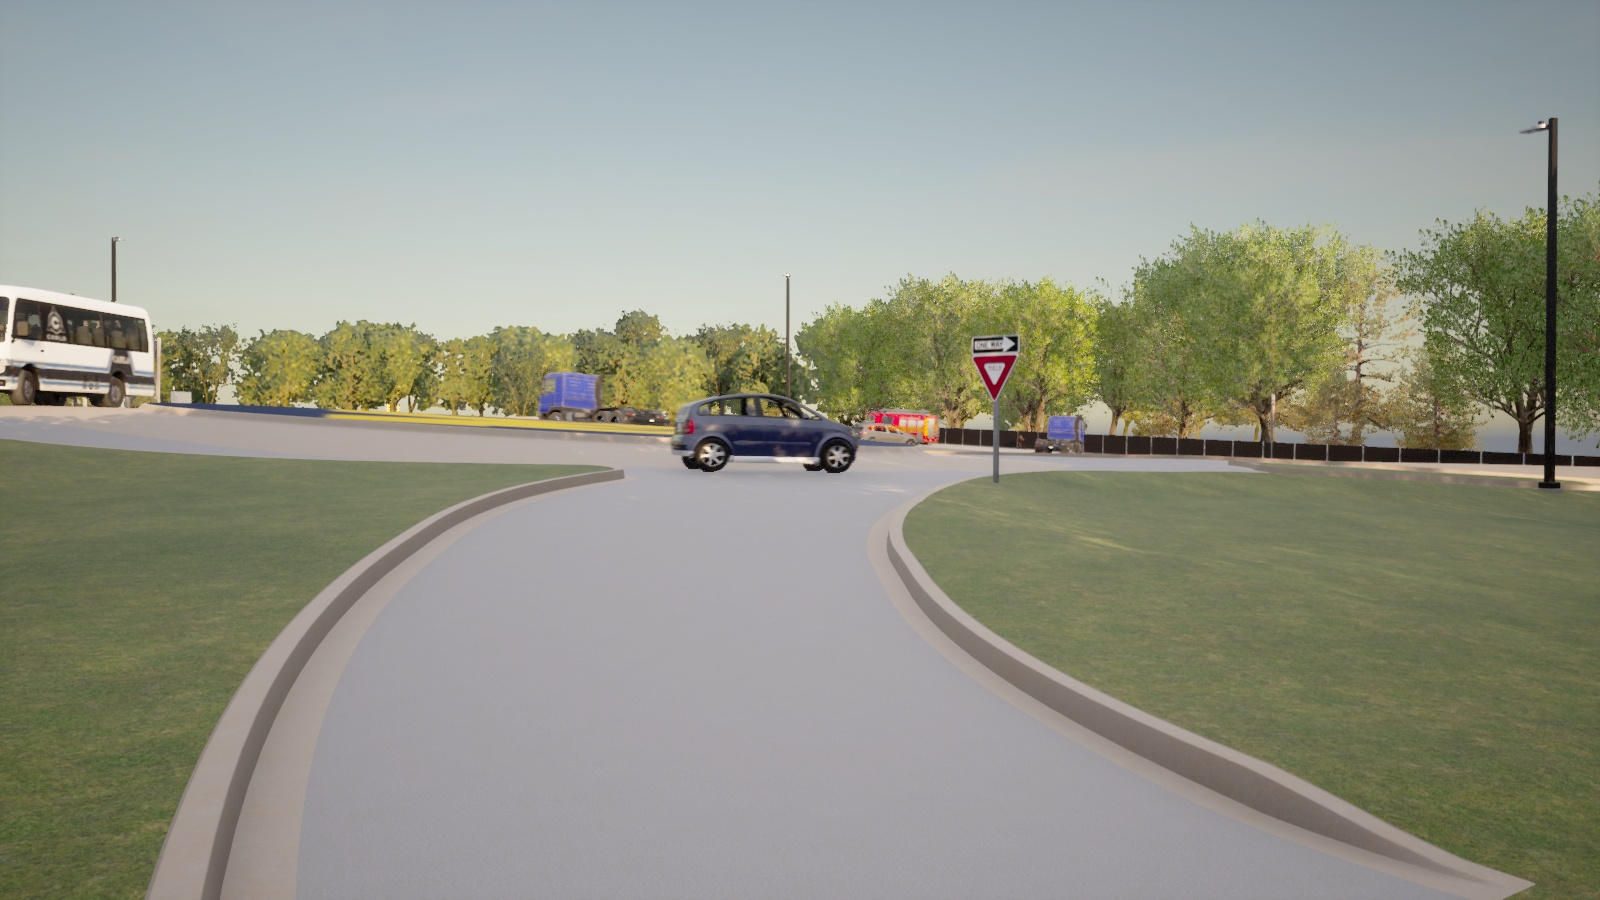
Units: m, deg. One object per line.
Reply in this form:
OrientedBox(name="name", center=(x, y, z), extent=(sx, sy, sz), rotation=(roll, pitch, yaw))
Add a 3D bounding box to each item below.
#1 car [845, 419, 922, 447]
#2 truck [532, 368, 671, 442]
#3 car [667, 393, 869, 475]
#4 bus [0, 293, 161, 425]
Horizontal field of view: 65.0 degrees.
OrientedBox(name="car", center=(5.643, -1.129, 84.584), extent=(4.611, 1.667, 2.242), rotation=(2, 1, -25))
OrientedBox(name="truck", center=(-10.703, -2.303, 67.260), extent=(7.936, 3.462, 2.891), rotation=(-1, -3, 41))
OrientedBox(name="car", center=(-0.665, -0.312, 25.107), extent=(3.705, 1.549, 1.789), rotation=(0, 1, -16))
OrientedBox(name="bus", center=(-28.209, -3.092, 46.261), extent=(3.944, 4.253, 10.273), rotation=(-1, 1, 0))
